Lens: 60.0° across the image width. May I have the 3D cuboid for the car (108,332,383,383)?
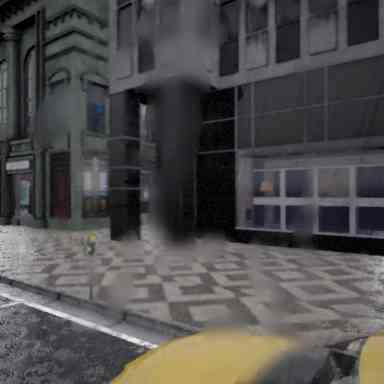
[{"bbox_3d":[1.397,1.524,1.964,4.829,1.417,1.752,-1,0,35],"label":"car"}]
